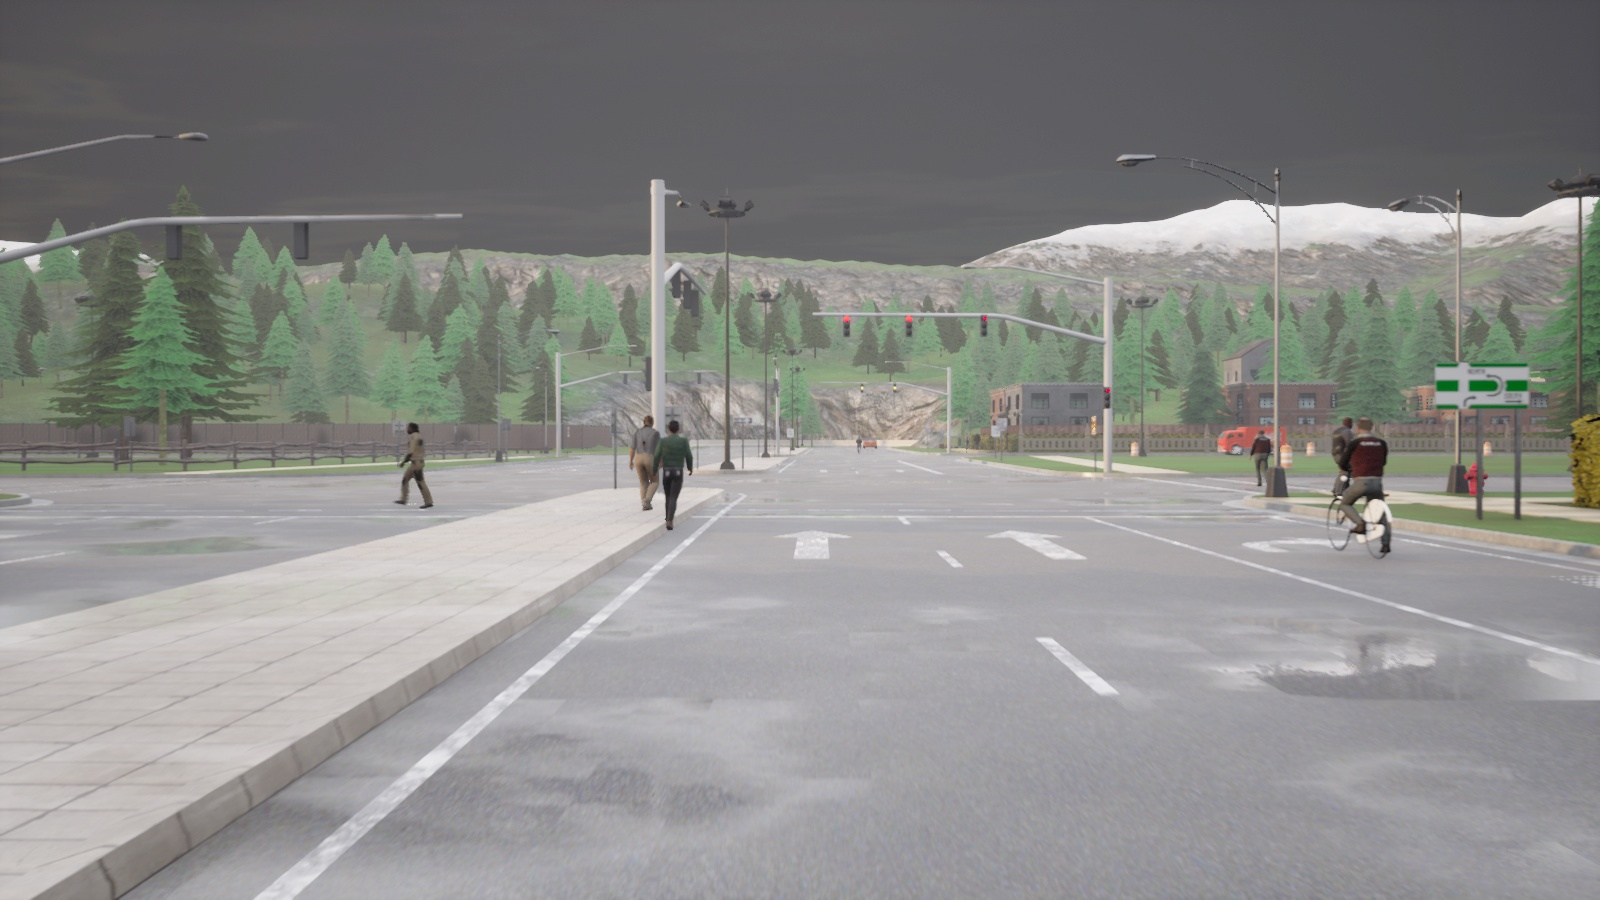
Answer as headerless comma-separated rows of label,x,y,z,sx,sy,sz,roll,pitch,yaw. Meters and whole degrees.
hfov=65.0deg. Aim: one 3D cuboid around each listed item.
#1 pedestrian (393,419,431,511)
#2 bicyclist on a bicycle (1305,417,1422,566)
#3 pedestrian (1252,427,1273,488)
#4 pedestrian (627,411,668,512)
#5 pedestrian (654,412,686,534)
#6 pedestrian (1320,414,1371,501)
pedestrian,-8.139,0.310,26.342,0.692,1.930,0.396,0,0,-3
bicyclist on a bicycle,7.105,0.485,15.935,0.659,1.776,1.843,0,1,0
pedestrian,14.082,0.222,38.262,0.376,1.854,0.720,0,0,2
pedestrian,-2.828,0.208,23.280,0.540,1.848,0.694,0,1,15
pedestrian,-2.105,0.364,20.388,0.423,1.949,0.788,0,0,1
pedestrian,11.959,0.158,27.545,0.849,1.883,0.563,0,0,-6
